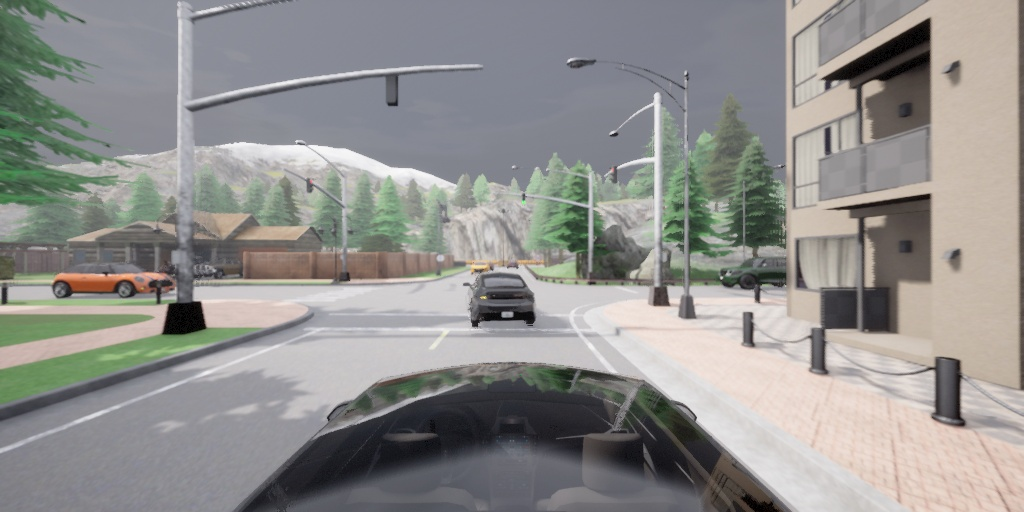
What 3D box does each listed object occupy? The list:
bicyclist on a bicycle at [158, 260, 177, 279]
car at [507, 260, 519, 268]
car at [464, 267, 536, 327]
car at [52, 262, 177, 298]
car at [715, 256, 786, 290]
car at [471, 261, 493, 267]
[{"bbox_3d":[-24.550,1.083,25.536,0.582,1.620,1.656,0,0,-1],"label":"bicyclist on a bicycle"},{"bbox_3d":[0.114,1.443,61.642,1.812,1.442,4.674,0,0,0],"label":"car"},{"bbox_3d":[-0.503,1.284,11.780,1.837,1.490,4.892,0,0,-9],"label":"car"},{"bbox_3d":[-19.940,1.133,18.141,4.553,1.767,2.097,0,0,-1],"label":"car"},{"bbox_3d":[16.025,1.046,22.736,5.566,2.045,2.150,0,0,-1],"label":"car"},{"bbox_3d":[-3.567,1.337,40.901,1.882,1.535,5.008,0,0,0],"label":"car"}]
